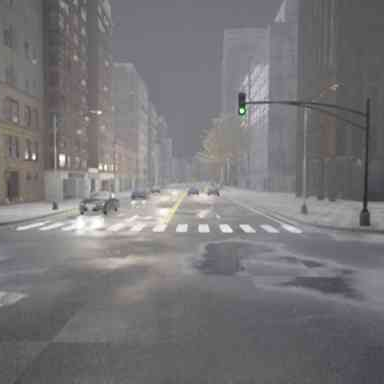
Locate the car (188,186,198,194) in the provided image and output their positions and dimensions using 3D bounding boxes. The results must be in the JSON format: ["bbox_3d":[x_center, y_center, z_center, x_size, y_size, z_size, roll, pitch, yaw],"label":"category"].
[{"bbox_3d":[0.283,-0.420,64.280,1.837,1.490,4.892,0,2,0],"label":"car"}]

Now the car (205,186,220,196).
[{"bbox_3d":[3.489,-0.075,54.267,1.812,1.442,4.674,0,2,0],"label":"car"}]

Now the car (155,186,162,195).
[{"bbox_3d":[-6.242,-0.334,58.475,2.033,1.411,5.357,0,2,0],"label":"car"}]

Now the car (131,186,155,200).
[{"bbox_3d":[-6.379,0.252,41.932,2.033,1.411,5.357,0,2,1],"label":"car"}]

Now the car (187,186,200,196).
[{"bbox_3d":[0.238,-0.118,53.862,2.128,1.511,4.902,0,2,0],"label":"car"}]

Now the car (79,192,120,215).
[{"bbox_3d":[-6.483,0.736,23.689,2.128,1.511,4.902,0,2,0],"label":"car"}]

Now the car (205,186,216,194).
[{"bbox_3d":[3.533,-0.426,64.266,1.882,1.535,5.008,0,2,0],"label":"car"}]
